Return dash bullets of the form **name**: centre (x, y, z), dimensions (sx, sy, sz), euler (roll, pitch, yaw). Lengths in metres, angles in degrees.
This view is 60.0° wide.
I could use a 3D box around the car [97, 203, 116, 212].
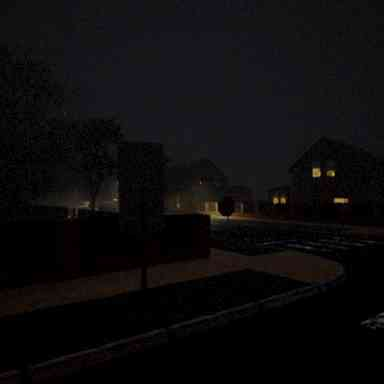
- **car**: centre (-13.463, 2.492, 52.167), dimensions (1.882, 1.535, 5.008), euler (-1, -1, -31)
